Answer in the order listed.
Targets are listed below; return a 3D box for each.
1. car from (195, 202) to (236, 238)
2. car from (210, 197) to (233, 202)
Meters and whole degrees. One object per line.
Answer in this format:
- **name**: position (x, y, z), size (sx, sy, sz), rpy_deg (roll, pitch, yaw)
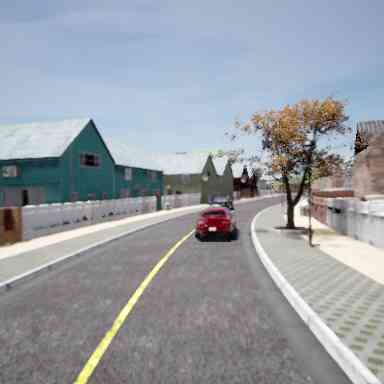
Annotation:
- **car**: position (1.300, 1.500, 17.339), size (1.812, 1.442, 4.674), rpy_deg (-1, 0, 9)
- **car**: position (3.231, 1.275, 36.090), size (2.128, 1.511, 4.902), rpy_deg (-1, 1, 20)
